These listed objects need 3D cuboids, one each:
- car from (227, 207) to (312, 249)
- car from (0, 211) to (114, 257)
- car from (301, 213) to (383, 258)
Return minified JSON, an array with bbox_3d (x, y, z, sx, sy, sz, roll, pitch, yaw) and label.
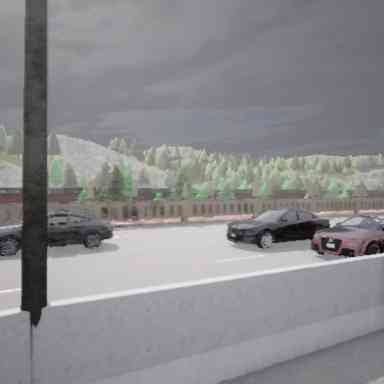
[{"bbox_3d":[3.805,1.442,14.368,5.008,1.535,1.882,0,0,-30],"label":"car"},{"bbox_3d":[-5.377,1.466,12.815,4.674,1.442,1.812,0,0,-34],"label":"car"},{"bbox_3d":[6.198,1.544,11.702,4.181,1.385,1.994,0,0,-30],"label":"car"}]
